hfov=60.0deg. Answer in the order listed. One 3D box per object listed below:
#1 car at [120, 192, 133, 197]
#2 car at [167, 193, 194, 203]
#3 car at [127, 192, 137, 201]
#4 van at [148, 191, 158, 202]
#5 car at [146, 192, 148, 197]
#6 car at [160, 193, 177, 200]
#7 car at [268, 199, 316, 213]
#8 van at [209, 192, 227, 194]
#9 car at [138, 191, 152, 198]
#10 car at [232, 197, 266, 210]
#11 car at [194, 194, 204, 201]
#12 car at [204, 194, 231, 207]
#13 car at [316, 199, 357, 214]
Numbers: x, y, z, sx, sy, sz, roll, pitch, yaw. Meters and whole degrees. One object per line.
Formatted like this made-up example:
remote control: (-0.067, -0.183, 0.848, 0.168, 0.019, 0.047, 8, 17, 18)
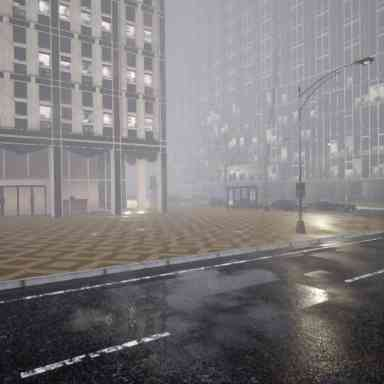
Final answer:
car: (-18.027, 0.688, 91.275, 2.008, 1.369, 4.403, 0, 1, -34)
car: (-2.357, 1.119, 58.281, 2.033, 1.411, 5.357, -1, 1, -34)
car: (-12.078, 1.039, 67.790, 2.008, 1.369, 4.403, 0, 1, -34)
van: (-5.647, 0.937, 58.413, 1.690, 1.788, 3.998, 0, 1, -34)
car: (-8.382, 0.615, 77.213, 2.192, 1.841, 5.009, 0, 1, -34)
car: (-5.167, 0.936, 72.529, 1.802, 1.307, 4.206, 0, 1, -34)
car: (10.320, 1.424, 34.908, 1.947, 1.339, 4.313, 0, 1, -34)
van: (4.478, 0.855, 58.465, 1.690, 1.788, 3.998, 0, 1, -34)
car: (-11.597, 0.686, 81.901, 1.967, 1.590, 4.097, 0, 1, -34)
car: (7.119, 1.388, 39.607, 1.802, 1.307, 4.206, 0, 1, -34)
car: (1.263, 1.043, 63.155, 1.802, 1.307, 4.206, 0, 1, -34)
car: (3.952, 1.319, 44.327, 1.947, 1.339, 4.313, 0, 1, -34)
car: (14.208, 1.442, 34.036, 1.895, 1.301, 4.718, -1, 1, -34)
